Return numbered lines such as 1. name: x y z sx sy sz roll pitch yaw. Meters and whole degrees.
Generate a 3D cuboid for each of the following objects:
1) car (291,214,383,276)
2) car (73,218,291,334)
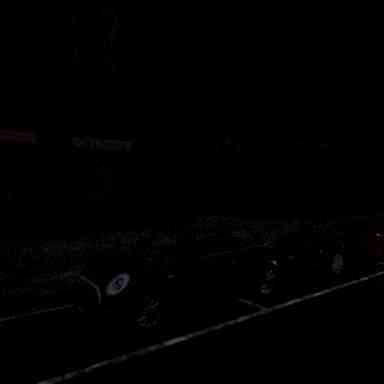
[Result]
1. car: 4.374 1.395 9.900 4.507 1.381 1.887 -1 1 -36
2. car: -0.198 1.382 6.623 4.097 1.590 1.967 -1 1 -36
